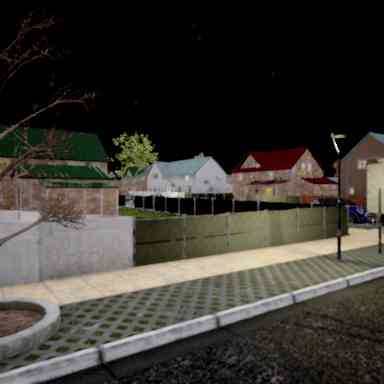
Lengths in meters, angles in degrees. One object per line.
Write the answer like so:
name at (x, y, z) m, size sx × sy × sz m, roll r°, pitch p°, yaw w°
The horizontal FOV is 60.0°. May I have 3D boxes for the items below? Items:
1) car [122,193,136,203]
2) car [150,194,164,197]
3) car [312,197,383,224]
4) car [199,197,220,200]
car at (-9.835, 0.942, 52.314) m, size 2.128 × 1.511 × 4.902 m, roll 0°, pitch 1°, yaw -34°
car at (-5.617, 0.999, 51.120) m, size 1.812 × 1.442 × 4.674 m, roll 0°, pitch 1°, yaw -33°
car at (10.143, 1.176, 22.701) m, size 2.097 × 1.767 × 4.553 m, roll 0°, pitch 1°, yaw -32°
car at (1.920, 1.220, 34.906) m, size 2.033 × 1.411 × 5.357 m, roll 0°, pitch 1°, yaw -34°
